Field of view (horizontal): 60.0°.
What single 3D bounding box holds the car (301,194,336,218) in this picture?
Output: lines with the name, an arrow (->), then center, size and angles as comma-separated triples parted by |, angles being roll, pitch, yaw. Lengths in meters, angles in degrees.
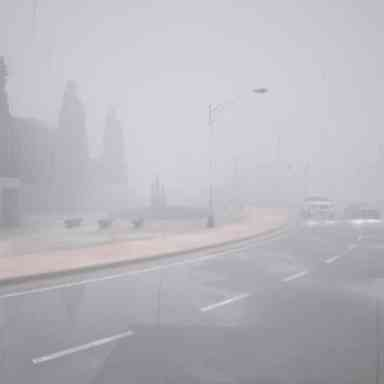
car -> 11.563, 1.251, 30.799 | 2.150, 2.045, 5.566 | 0, 0, 9

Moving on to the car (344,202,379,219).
car -> 14.749, 1.565, 29.108 | 1.994, 1.385, 4.181 | 0, 0, 12
